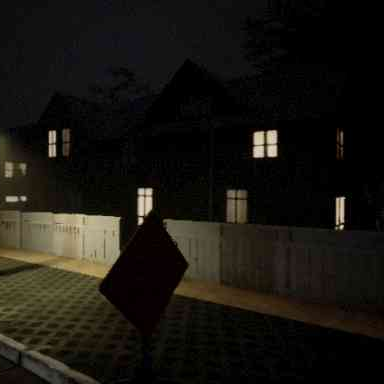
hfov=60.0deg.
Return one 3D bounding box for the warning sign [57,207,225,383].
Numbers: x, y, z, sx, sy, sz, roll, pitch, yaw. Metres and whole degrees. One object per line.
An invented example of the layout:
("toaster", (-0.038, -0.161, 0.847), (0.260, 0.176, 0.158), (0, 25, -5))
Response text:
("warning sign", (-0.469, 1.124, 3.433), (1.060, 1.860, 1.300), (1, 0, 35))
